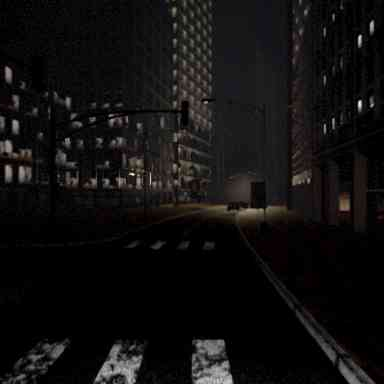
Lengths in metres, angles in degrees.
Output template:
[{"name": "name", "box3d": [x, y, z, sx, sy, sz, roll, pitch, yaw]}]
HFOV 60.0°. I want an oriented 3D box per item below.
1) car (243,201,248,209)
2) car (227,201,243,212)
[{"name": "car", "box3d": [9.650, 2.563, 64.554, 1.837, 1.490, 4.892, 0, -1, 17]}, {"name": "car", "box3d": [6.773, 2.354, 53.810, 1.837, 1.490, 4.892, 0, -1, 13]}]
